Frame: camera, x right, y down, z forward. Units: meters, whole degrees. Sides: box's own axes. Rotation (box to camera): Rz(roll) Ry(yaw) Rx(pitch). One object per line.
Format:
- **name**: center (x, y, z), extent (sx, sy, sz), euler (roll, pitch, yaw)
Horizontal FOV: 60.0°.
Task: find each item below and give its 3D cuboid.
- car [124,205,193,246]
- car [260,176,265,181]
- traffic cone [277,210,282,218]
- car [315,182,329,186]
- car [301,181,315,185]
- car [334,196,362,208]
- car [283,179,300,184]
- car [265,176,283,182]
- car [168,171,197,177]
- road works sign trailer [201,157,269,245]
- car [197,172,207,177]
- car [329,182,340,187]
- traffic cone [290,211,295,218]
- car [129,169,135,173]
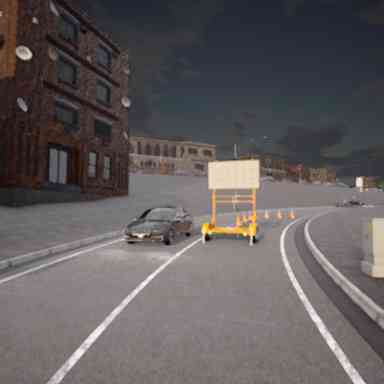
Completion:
- **car**: center (-1.300, 1.388, 14.758), extent (1.837, 1.490, 4.892), euler (-1, 0, 15)
- **car**: center (12.327, -2.631, 70.234), extent (5.008, 1.535, 2.097), euler (2, -4, -30)
- **traffic cone**: center (7.017, 1.764, 26.740), extent (0.340, 0.580, 0.340), euler (-2, -1, 20)
- **car**: center (30.807, -1.776, 82.483), extent (4.892, 1.521, 2.231), euler (3, -4, -35)
- **car**: center (26.389, -1.956, 79.346), extent (4.674, 1.452, 2.002), euler (3, -4, -34)
- **car**: center (23.240, 1.394, 49.545), extent (4.553, 1.767, 2.097), euler (0, -3, -33)
- **car**: center (21.823, -2.181, 76.252), extent (4.792, 1.488, 2.163), euler (3, -4, -33)
- **car**: center (17.025, -2.553, 73.142), extent (4.553, 1.767, 2.185), euler (2, -4, -32)
- **car**: center (-2.155, -3.176, 62.110), extent (4.892, 1.521, 2.231), euler (2, -4, -28)
- **road works sign trailer**: center (1.893, 0.308, 14.763), extent (2.380, 3.560, 2.880), euler (-1, 0, 22)
- **car**: center (2.709, -3.014, 64.715), extent (4.892, 1.521, 2.231), euler (2, -4, -28)
- **car**: center (35.326, -1.650, 85.851), extent (4.553, 1.767, 2.185), euler (3, -5, -37)
- **traffic cone**: center (7.949, 1.738, 26.386), extent (0.340, 0.580, 0.340), euler (-2, -1, 21)
- **car**: center (-11.805, -3.597, 56.967), extent (4.553, 1.767, 2.185), euler (2, -4, -28)
